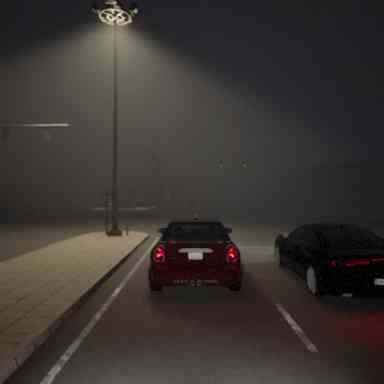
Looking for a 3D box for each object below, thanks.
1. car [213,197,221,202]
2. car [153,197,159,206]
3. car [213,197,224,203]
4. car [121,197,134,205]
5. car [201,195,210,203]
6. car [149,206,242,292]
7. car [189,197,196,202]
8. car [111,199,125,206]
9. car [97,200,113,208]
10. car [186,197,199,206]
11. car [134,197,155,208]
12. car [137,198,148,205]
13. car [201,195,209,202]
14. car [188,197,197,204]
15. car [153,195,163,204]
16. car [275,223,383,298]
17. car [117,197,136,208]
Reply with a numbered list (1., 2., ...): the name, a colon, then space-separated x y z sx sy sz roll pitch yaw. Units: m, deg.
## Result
1. car: 7.112 2.165 95.261 2.033 1.411 5.357 0 0 0
2. car: -7.952 2.112 65.383 1.895 1.301 4.718 0 0 1
3. car: 7.100 2.015 85.228 2.097 1.767 4.553 0 0 0
4. car: -14.909 1.959 77.318 2.097 1.767 4.553 0 0 0
5. car: 3.600 2.213 85.260 1.994 1.385 4.181 0 0 0
6. car: 0.086 1.425 9.307 2.097 1.767 4.553 0 -1 0
7. car: 0.112 2.220 95.299 1.895 1.301 4.718 0 0 0
8. car: -14.921 2.090 67.327 1.994 1.385 4.181 0 0 0
9. car: -15.002 2.014 57.632 1.994 1.385 4.181 0 0 0
10. car: 0.063 1.902 54.239 1.882 1.535 5.008 0 0 0
11. car: -8.011 2.007 56.629 1.994 1.385 4.181 0 0 0
12. car: -11.410 2.121 76.396 1.812 1.442 4.674 0 0 0
13. car: 3.612 1.850 95.297 2.150 2.045 5.566 0 0 0
14. car: 0.100 2.180 84.848 2.128 1.511 4.902 0 0 0
15. car: -7.911 1.819 75.956 2.150 2.045 5.566 0 0 0
16. car: 3.585 1.547 8.759 1.882 1.535 5.008 0 0 0
17. car: -11.504 1.927 57.441 1.882 1.535 5.008 0 0 0
